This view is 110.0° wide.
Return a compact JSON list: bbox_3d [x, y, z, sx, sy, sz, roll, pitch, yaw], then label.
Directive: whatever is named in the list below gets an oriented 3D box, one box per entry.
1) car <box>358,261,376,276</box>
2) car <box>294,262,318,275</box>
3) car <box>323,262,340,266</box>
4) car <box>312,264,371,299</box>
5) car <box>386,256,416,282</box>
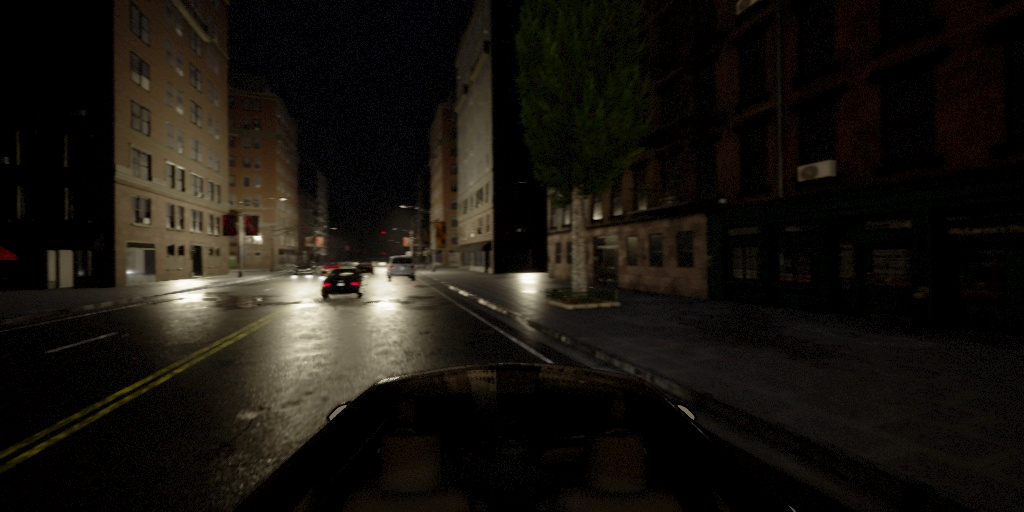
[{"bbox_3d":[-16.154,1.337,39.562,1.882,1.535,5.008,0,0,-20],"label":"car"},{"bbox_3d":[-24.057,1.431,42.008,1.837,1.490,4.892,0,0,-19],"label":"car"},{"bbox_3d":[-19.826,1.415,39.732,1.812,1.442,4.674,-1,0,-19],"label":"car"},{"bbox_3d":[-8.691,1.360,18.779,2.033,1.411,5.357,0,0,-20],"label":"car"},{"bbox_3d":[-9.536,1.033,30.735,2.150,2.045,5.566,0,0,-20],"label":"car"}]
